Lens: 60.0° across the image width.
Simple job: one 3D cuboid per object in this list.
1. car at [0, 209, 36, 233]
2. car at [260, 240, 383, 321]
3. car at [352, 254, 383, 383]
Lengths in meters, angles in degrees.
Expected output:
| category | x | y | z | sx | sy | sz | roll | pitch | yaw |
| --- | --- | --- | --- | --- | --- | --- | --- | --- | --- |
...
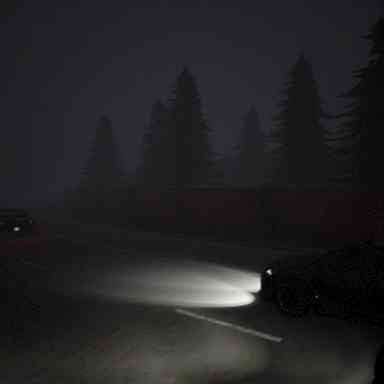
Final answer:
| category | x | y | z | sx | sy | sz | roll | pitch | yaw |
| --- | --- | --- | --- | --- | --- | --- | --- | --- | --- |
| car | -10.495 | 1.619 | 18.805 | 1.895 | 1.301 | 4.718 | 0 | 0 | -41 |
| car | 3.382 | 1.584 | 6.022 | 4.181 | 1.385 | 1.994 | 0 | 0 | 36 |
| car | 3.648 | 1.489 | 1.517 | 5.008 | 1.535 | 1.882 | 0 | 0 | 34 |
